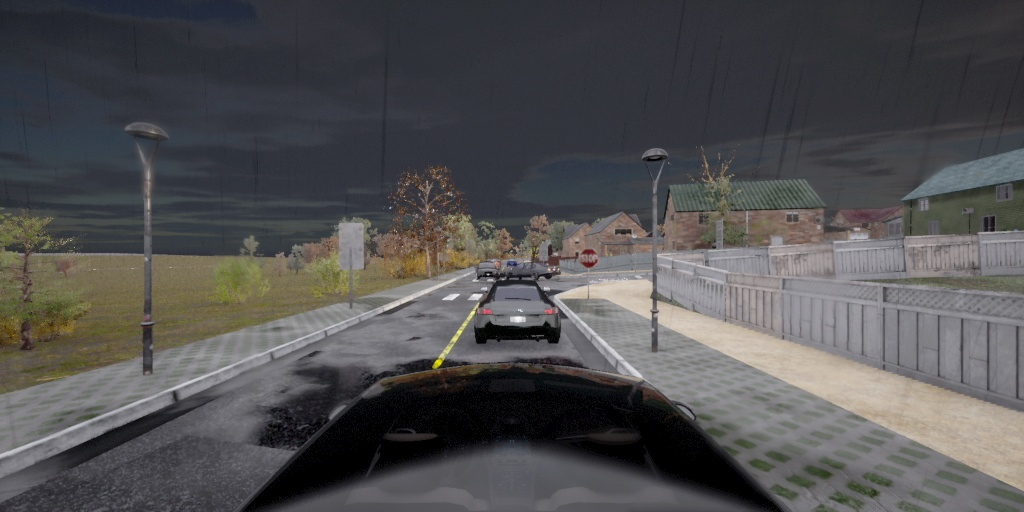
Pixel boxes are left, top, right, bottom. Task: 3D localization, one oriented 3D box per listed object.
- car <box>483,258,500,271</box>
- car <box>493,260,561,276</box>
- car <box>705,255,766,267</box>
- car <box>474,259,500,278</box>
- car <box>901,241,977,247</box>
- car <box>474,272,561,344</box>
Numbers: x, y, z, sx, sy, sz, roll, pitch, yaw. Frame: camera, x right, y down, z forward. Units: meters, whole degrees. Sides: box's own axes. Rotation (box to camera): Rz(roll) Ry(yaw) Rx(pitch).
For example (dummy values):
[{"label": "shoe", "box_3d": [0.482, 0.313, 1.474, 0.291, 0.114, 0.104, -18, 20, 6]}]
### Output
[{"label": "car", "box_3d": [-2.855, 1.121, 51.350, 2.097, 1.767, 4.553, 0, 0, 1]}, {"label": "car", "box_3d": [1.332, 1.198, 28.621, 5.357, 1.411, 2.033, -4, -3, 43]}, {"label": "car", "box_3d": [14.384, 0.413, 22.999, 4.181, 1.385, 1.994, -3, 0, 16]}, {"label": "car", "box_3d": [-2.256, 1.258, 31.532, 1.837, 1.490, 4.892, 0, 0, -8]}, {"label": "car", "box_3d": [23.885, -0.208, 20.579, 4.902, 1.511, 2.128, -3, 0, 14]}, {"label": "car", "box_3d": [0.101, 1.313, 9.606, 1.994, 1.385, 4.181, 0, 0, -1]}]
